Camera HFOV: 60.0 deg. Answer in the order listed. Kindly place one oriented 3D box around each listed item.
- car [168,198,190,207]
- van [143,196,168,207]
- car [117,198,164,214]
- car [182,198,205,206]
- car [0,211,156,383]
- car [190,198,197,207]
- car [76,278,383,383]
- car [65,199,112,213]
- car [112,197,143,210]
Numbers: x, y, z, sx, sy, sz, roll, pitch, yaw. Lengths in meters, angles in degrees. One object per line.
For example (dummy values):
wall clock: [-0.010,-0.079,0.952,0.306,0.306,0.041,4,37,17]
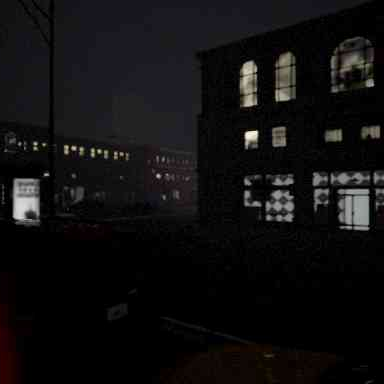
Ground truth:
car: [-2.769,1.723,53.948,2.008,1.369,4.403,0,0,35]
van: [-5.945,1.485,49.427,1.690,1.788,3.998,0,0,35]
car: [-5.396,1.645,35.537,1.887,1.381,4.507,0,0,35]
car: [0.310,1.726,58.331,1.752,1.417,4.829,0,0,35]
car: [-2.709,1.310,4.806,5.009,1.841,2.192,0,0,35]
car: [2.533,1.431,56.828,2.150,2.045,5.566,0,-1,35]
car: [1.662,1.526,1.689,4.829,1.417,1.752,0,0,35]
car: [-11.614,1.586,36.842,1.837,1.490,4.892,0,0,35]
car: [-9.219,1.641,44.765,1.752,1.417,4.829,0,0,35]
